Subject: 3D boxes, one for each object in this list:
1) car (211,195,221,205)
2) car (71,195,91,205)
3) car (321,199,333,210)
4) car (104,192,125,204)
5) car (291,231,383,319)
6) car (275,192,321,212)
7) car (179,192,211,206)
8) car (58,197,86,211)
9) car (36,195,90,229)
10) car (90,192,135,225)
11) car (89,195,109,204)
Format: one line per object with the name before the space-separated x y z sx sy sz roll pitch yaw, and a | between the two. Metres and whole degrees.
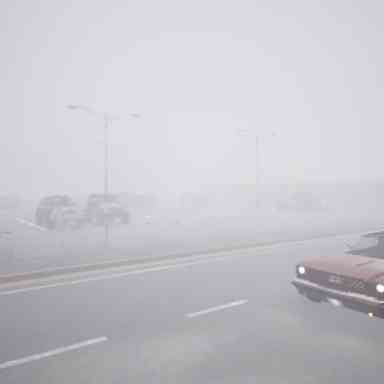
car | 2.495 1.131 48.973 1.784 1.438 3.905 -1 0 -36
car | -17.687 1.255 53.055 1.970 1.475 3.806 -1 0 -36
car | 12.687 1.170 34.788 1.970 1.475 3.806 -1 0 -36
car | -13.184 0.973 56.344 1.932 1.855 4.605 -1 0 -36
car | 4.250 1.547 6.915 4.718 1.301 1.895 0 0 -35
car | 10.326 0.951 33.109 1.905 1.878 3.866 -1 0 -36
car | 0.102 0.941 47.337 1.932 1.855 4.605 -1 0 -36
car | -13.577 1.303 37.421 1.970 1.475 3.806 -1 0 -36
car | -7.985 1.108 20.005 1.932 1.855 4.605 -1 0 -36
car | -5.601 1.090 21.647 1.905 1.878 3.866 -1 0 -36
car | -15.334 1.203 54.741 1.784 1.438 3.905 -1 0 -36
